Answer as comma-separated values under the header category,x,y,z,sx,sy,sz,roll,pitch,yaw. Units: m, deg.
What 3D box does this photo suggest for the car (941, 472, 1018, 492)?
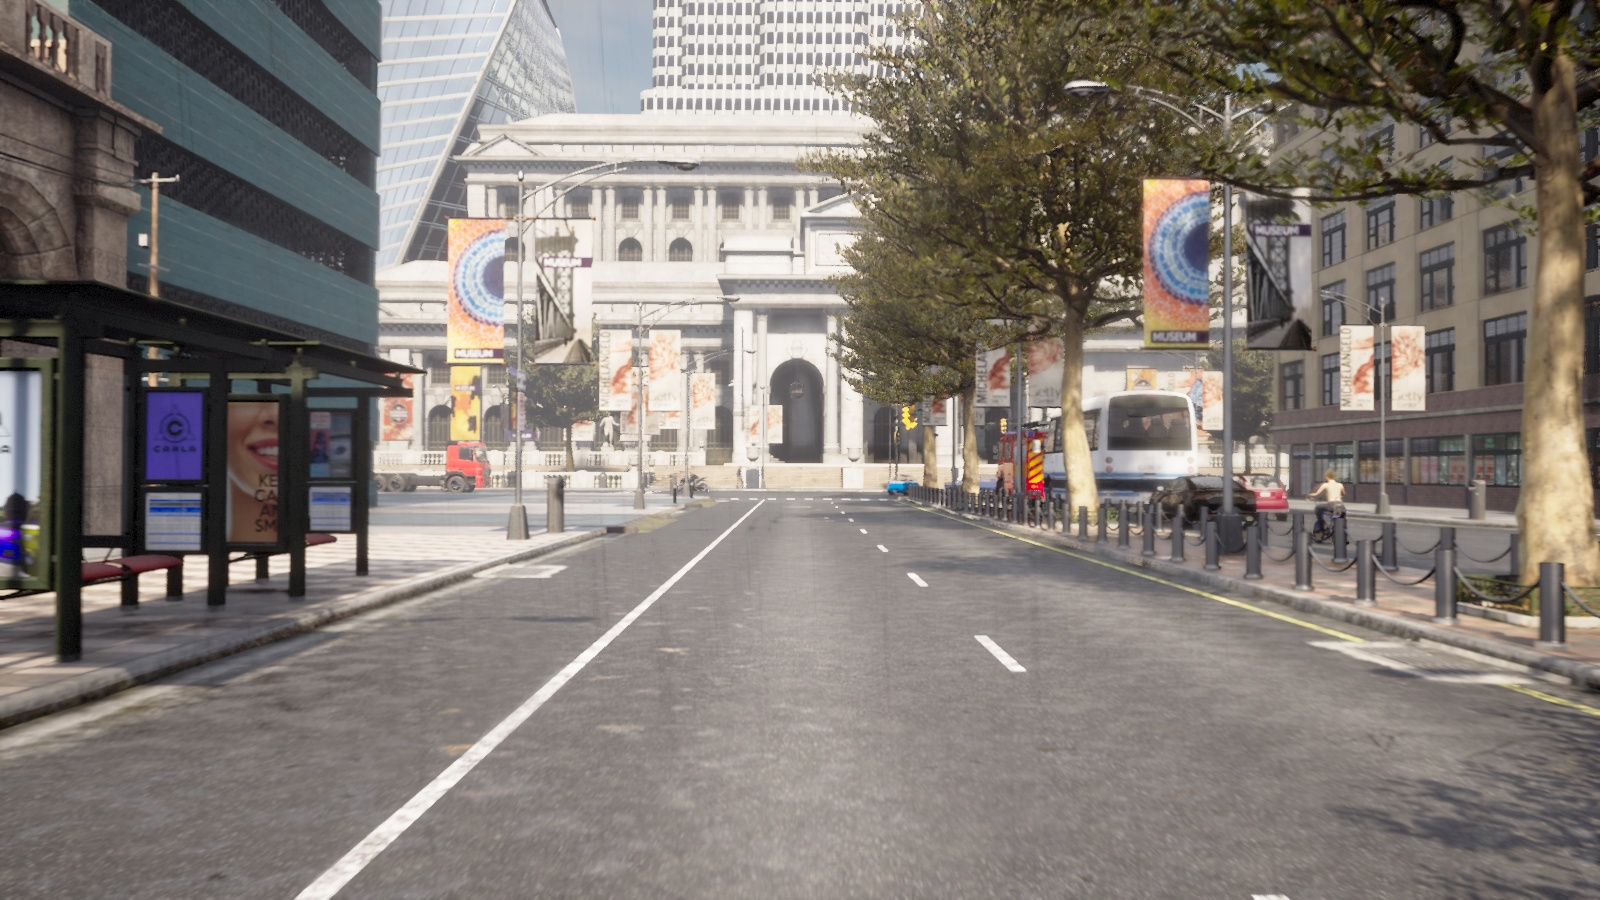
category,x,y,z,sx,sy,sz,roll,pitch,yaw
car,13.153,2.352,92.143,5.357,1.411,2.033,0,-1,0

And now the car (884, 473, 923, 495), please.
category,x,y,z,sx,sy,sz,roll,pitch,yaw
car,6.749,2.208,81.576,1.481,1.376,2.207,-2,-2,41

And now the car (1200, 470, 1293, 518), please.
category,x,y,z,sx,sy,sz,roll,pitch,yaw
car,14.897,1.439,42.126,1.789,1.549,3.705,0,-1,0

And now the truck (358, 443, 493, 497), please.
category,x,y,z,sx,sy,sz,roll,pitch,yaw
truck,-24.282,1.298,81.712,7.936,3.462,2.891,0,-1,0

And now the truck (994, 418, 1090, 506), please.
category,x,y,z,sx,sy,sz,roll,pitch,yaw
truck,11.304,0.600,59.484,2.891,3.827,8.468,0,-1,0

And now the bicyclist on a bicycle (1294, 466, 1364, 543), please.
category,x,y,z,sx,sy,sz,roll,pitch,yaw
bicyclist on a bicycle,11.441,1.161,27.232,0.866,1.612,1.509,0,-1,0

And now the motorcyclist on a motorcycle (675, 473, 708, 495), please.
category,x,y,z,sx,sy,sz,roll,pitch,yaw
motorcyclist on a motorcycle,-7.661,2.365,88.676,2.191,1.530,0.866,0,-1,0

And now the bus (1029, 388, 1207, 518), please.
category,x,y,z,sx,sy,sz,roll,pitch,yaw
bus,11.381,0.169,46.400,3.944,4.253,10.273,0,-1,0

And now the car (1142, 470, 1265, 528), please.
category,x,y,z,sx,sy,sz,roll,pitch,yaw
car,11.413,1.348,35.899,1.882,1.535,5.008,0,-1,0
